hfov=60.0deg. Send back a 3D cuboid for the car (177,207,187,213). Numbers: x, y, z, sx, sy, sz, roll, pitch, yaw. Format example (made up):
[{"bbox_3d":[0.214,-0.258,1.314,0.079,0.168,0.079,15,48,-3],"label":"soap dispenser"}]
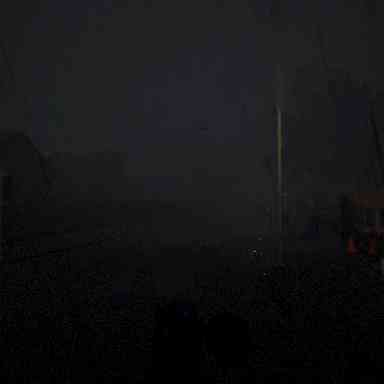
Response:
[{"bbox_3d":[-3.409,2.296,45.728,5.357,1.415,2.033,0,-1,19],"label":"car"}]

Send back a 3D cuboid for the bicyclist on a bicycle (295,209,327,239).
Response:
[{"bbox_3d":[6.348,1.723,17.791,1.656,1.620,0.582,-1,-1,16],"label":"bicyclist on a bicycle"}]

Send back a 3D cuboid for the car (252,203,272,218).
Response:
[{"bbox_3d":[8.764,2.211,41.311,2.097,1.767,4.553,0,-1,17],"label":"car"}]
